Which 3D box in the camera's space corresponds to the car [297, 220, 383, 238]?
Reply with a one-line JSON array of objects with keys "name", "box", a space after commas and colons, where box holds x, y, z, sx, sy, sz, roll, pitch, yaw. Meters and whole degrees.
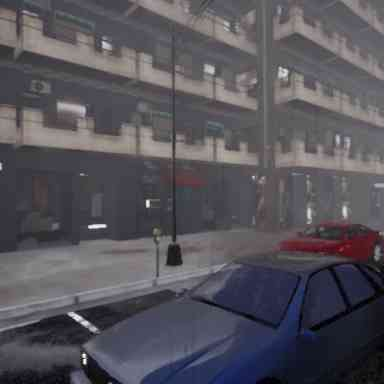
[{"name": "car", "box": [4.539, 1.637, 10.702, 4.507, 1.381, 1.887, 0, -1, -40]}]

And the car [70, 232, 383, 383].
[{"name": "car", "box": [1.275, 1.597, 4.536, 5.357, 1.411, 2.033, 0, -1, -40]}]
